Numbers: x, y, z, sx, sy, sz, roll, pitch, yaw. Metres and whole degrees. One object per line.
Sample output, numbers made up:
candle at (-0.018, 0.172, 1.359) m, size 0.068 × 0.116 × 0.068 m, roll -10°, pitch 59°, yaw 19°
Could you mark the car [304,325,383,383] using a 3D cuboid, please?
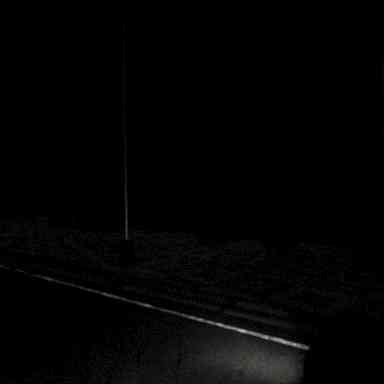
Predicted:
car at (3.033, 1.515, 1.866) m, size 4.674 × 1.442 × 1.812 m, roll -1°, pitch 0°, yaw 35°
